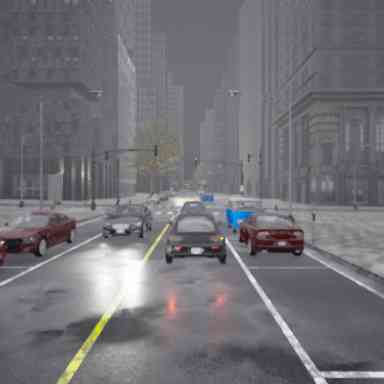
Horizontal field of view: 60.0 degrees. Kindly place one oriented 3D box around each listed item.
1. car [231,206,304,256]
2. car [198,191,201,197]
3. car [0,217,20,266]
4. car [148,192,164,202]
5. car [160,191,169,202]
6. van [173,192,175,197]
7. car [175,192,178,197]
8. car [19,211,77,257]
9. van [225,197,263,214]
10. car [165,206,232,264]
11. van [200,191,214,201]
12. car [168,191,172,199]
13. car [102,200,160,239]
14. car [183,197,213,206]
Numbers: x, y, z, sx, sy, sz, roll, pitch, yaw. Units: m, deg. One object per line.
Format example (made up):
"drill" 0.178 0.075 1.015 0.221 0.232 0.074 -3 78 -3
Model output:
"car" 2.778 1.435 12.485 1.887 1.381 4.507 0 0 0
"car" 2.764 0.995 66.819 1.887 1.381 4.507 0 0 0
"car" -5.775 1.483 6.978 1.887 1.381 4.507 0 0 0
"car" -5.767 1.104 50.425 1.752 1.417 4.829 0 0 0
"car" -5.761 1.039 61.175 1.887 1.381 4.507 0 0 0
"van" -5.761 0.676 82.329 1.690 1.788 3.998 0 0 0
"car" -5.762 0.824 92.907 1.947 1.339 4.313 0 0 0
"car" -5.777 1.435 12.503 1.887 1.381 4.507 0 0 0
"van" 2.780 1.184 18.008 1.690 1.788 3.998 0 0 0
"car" 0.111 1.426 11.375 1.812 1.442 4.674 0 0 0
"van" 2.765 0.875 55.991 1.690 1.788 3.998 0 0 0
"car" -5.761 0.768 66.462 2.192 1.841 5.009 0 0 0
"car" -3.004 1.351 16.411 2.128 1.511 4.902 0 0 0
"car" 0.100 1.347 23.134 2.033 1.411 5.357 0 0 0
